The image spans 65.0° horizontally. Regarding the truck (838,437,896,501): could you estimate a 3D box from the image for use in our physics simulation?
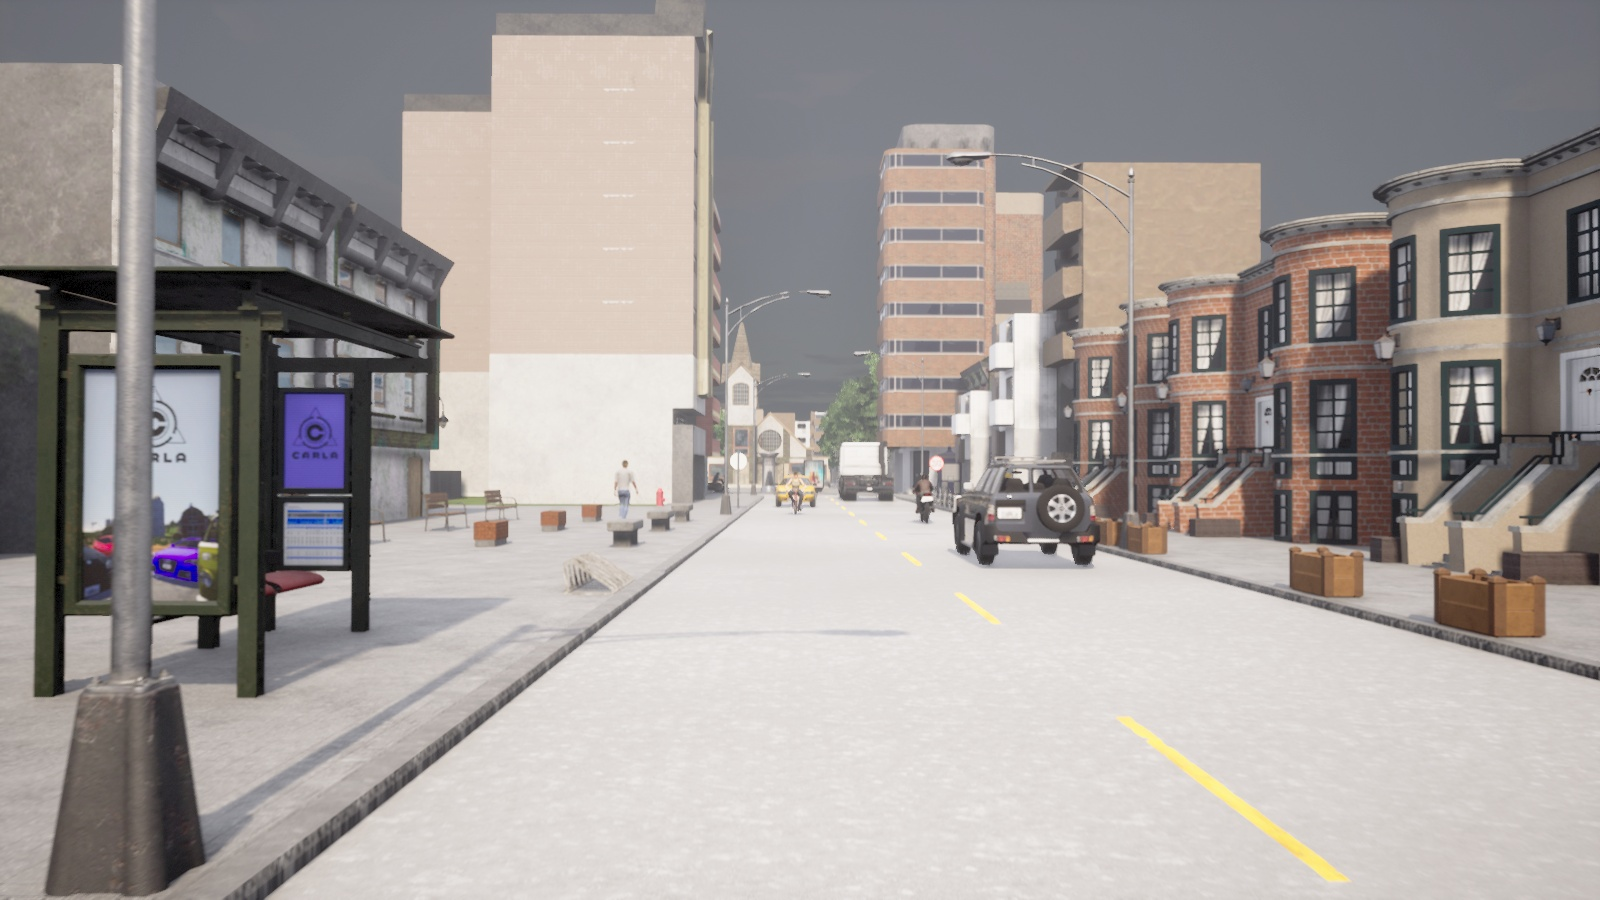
[{"bbox_3d":[3.753,1.094,72.041,2.891,3.462,7.936,0,-1,0],"label":"truck"}]

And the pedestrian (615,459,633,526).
[{"bbox_3d":[-4.876,1.161,34.791,0.354,1.836,0.706,0,-1,5],"label":"pedestrian"}]

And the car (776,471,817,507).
[{"bbox_3d":[-0.184,1.781,57.925,1.801,1.575,5.366,0,-1,0],"label":"car"}]

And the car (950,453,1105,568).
[{"bbox_3d":[3.944,1.017,22.565,1.932,1.855,4.605,0,-1,0],"label":"car"}]

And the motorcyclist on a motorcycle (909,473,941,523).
[{"bbox_3d":[3.893,1.478,39.297,0.797,1.523,2.044,0,-1,0],"label":"motorcyclist on a motorcycle"}]
